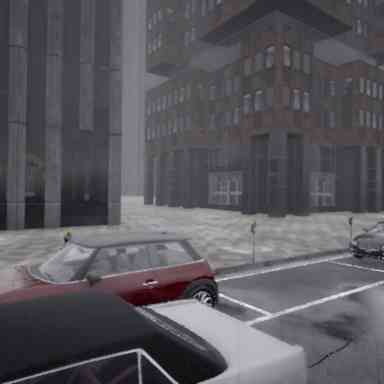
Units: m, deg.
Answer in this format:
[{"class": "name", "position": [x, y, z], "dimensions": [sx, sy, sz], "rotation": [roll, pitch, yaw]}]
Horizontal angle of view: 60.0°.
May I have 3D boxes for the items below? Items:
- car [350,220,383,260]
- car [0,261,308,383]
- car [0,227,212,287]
[{"class": "car", "position": [7.430, 1.673, 11.931], "dimensions": [4.403, 1.369, 2.008], "rotation": [1, 0, -35]}, {"class": "car", "position": [-1.345, 1.603, 2.419], "dimensions": [4.718, 1.301, 1.895], "rotation": [1, 0, -35]}, {"class": "car", "position": [-1.574, 1.458, 5.525], "dimensions": [4.097, 1.590, 1.967], "rotation": [1, 0, -35]}]
